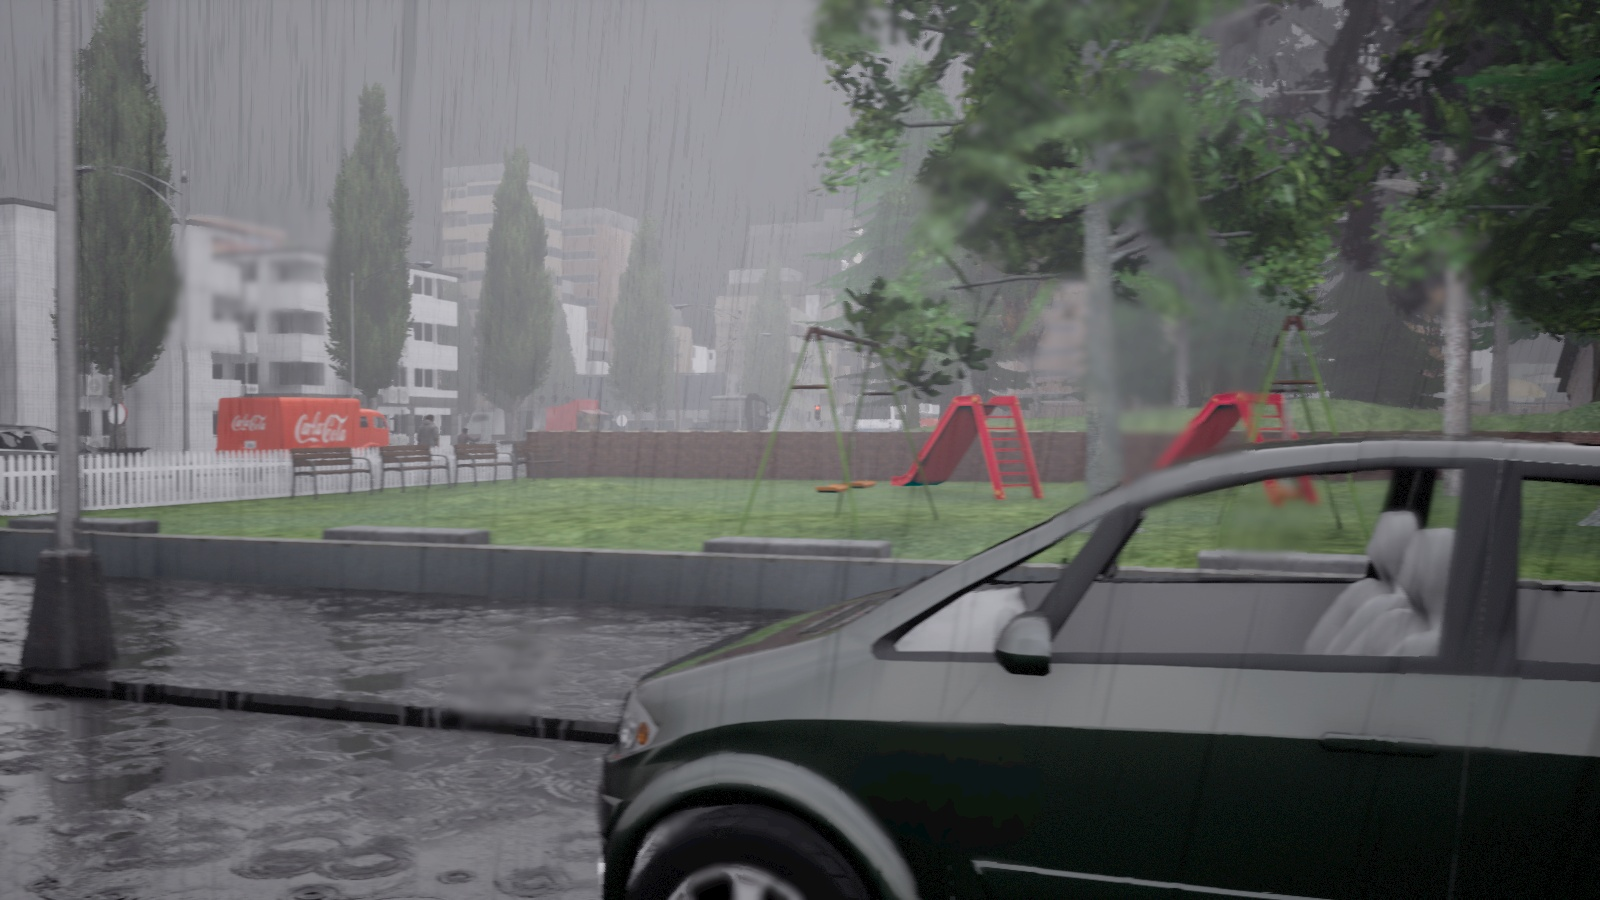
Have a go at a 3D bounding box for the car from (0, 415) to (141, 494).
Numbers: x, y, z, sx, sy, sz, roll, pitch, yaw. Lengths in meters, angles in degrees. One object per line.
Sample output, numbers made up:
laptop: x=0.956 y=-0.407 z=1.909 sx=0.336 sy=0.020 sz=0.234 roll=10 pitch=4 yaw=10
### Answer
car: x=-17.408 y=0.061 z=27.905 sx=2.242 sy=1.667 sz=4.611 roll=1 pitch=1 yaw=19

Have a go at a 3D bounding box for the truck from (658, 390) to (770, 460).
truck: x=-4.408 y=-1.331 z=66.305 sx=2.891 sy=3.462 sz=7.936 roll=1 pitch=1 yaw=20

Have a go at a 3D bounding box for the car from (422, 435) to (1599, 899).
car: x=1.113 y=0.753 z=3.346 sx=3.705 sy=1.549 sz=1.789 roll=1 pitch=1 yaw=19

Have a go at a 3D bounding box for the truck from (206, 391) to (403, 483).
truck: x=-14.366 y=-0.401 z=36.833 sx=2.627 sy=2.467 sz=5.204 roll=1 pitch=1 yaw=19

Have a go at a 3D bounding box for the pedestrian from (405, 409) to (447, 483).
pedestrian: x=-9.933 y=-0.112 z=33.346 sx=0.659 sy=1.952 sz=0.873 roll=1 pitch=1 yaw=20
